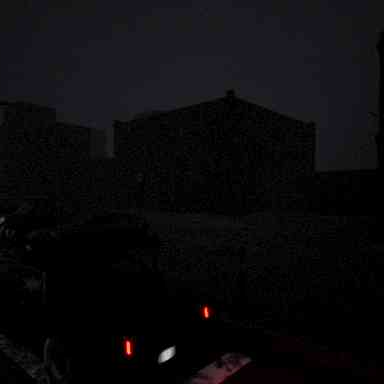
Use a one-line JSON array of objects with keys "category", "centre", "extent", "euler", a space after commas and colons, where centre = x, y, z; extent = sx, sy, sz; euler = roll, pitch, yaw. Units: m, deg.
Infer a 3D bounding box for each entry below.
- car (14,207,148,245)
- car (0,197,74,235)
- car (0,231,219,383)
[{"category": "car", "centre": [-3.929, 1.500, 13.042], "extent": [2.163, 1.488, 4.792], "euler": [0, 0, 43]}, {"category": "car", "centre": [-7.866, 1.316, 16.788], "extent": [2.185, 1.767, 4.553], "euler": [1, 0, 43]}, {"category": "car", "centre": [-2.002, 1.597, 5.307], "extent": [4.718, 1.301, 1.895], "euler": [0, 0, 39]}]
